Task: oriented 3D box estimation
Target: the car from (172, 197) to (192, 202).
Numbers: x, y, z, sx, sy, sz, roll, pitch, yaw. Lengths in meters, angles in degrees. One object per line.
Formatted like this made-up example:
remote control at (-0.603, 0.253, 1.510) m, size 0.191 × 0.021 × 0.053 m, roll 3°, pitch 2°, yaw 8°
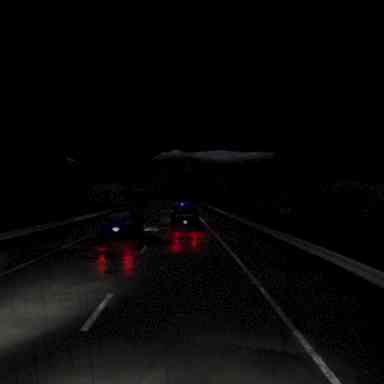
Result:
car at (-1.210, 1.569, 40.603) m, size 2.150 × 2.045 × 5.566 m, roll 0°, pitch -1°, yaw -2°

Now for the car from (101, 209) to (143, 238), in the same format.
car at (-3.842, 1.690, 18.703) m, size 1.812 × 1.442 × 4.674 m, roll 0°, pitch 0°, yaw -2°

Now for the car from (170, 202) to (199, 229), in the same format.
car at (-0.510, 1.691, 23.135) m, size 2.128 × 1.511 × 4.902 m, roll 0°, pitch 0°, yaw -2°
